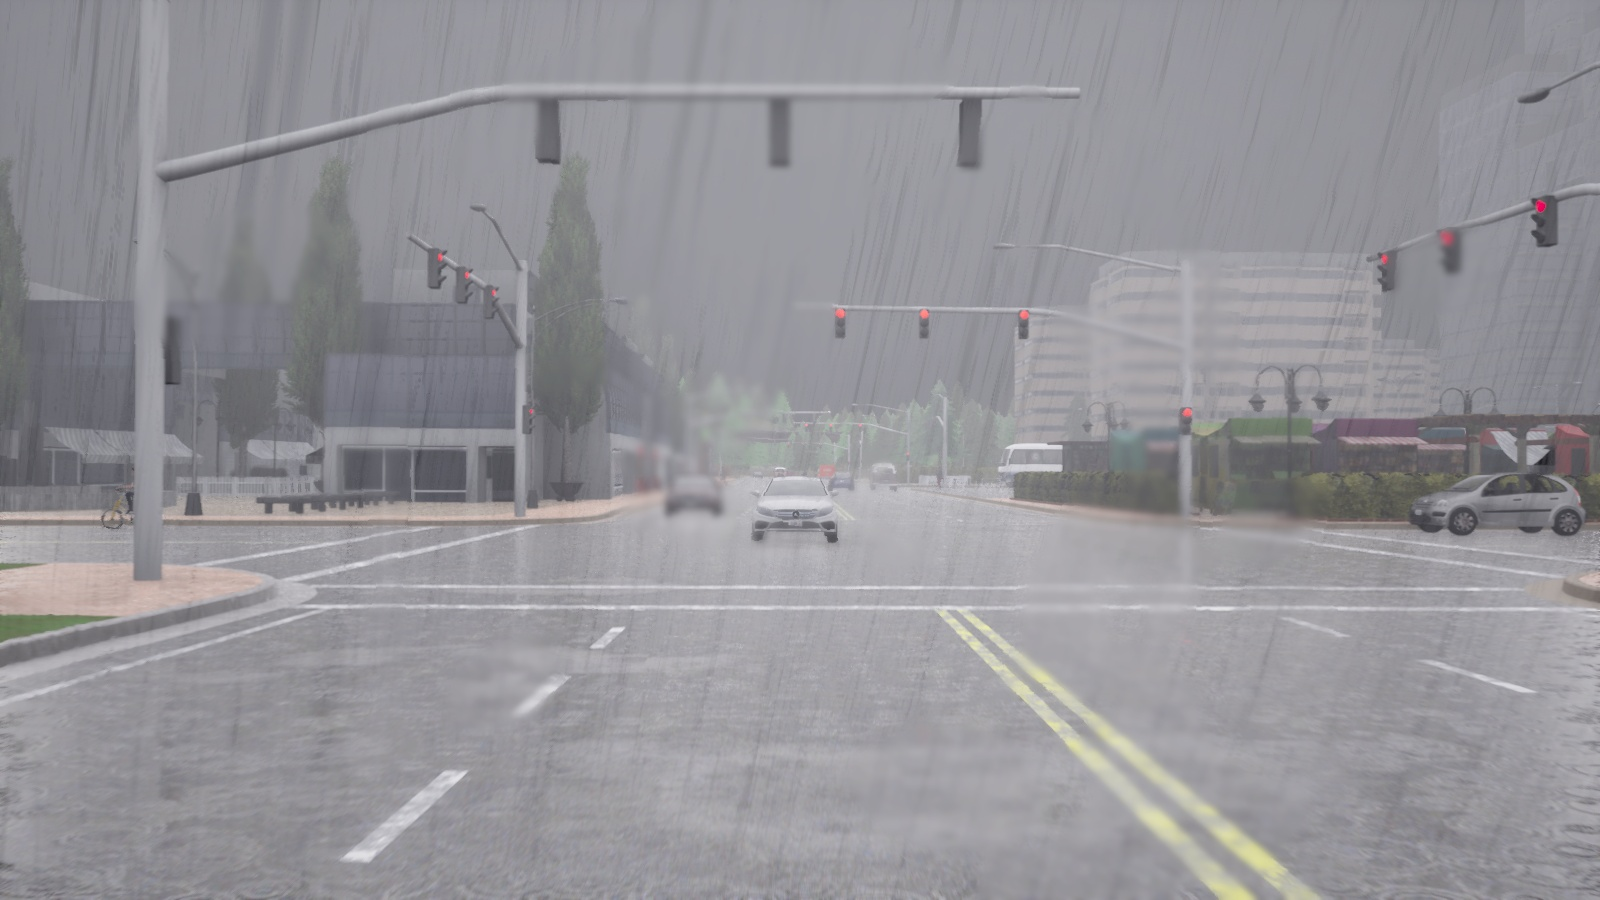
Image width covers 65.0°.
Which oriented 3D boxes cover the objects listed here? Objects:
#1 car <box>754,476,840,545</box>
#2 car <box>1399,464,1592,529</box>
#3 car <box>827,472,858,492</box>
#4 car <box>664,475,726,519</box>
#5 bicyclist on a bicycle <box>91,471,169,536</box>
[{"bbox_3d":[-0.070,1.323,28.804,1.812,1.442,4.674,0,-1,0],"label":"car"},{"bbox_3d":[18.010,1.187,32.633,3.988,1.617,1.851,0,-1,-2],"label":"car"},{"bbox_3d":[3.246,2.409,96.007,2.163,1.488,4.792,0,-1,-1],"label":"car"},{"bbox_3d":[-3.607,1.589,43.843,1.812,1.442,4.674,0,-1,0],"label":"car"},{"bbox_3d":[-16.916,1.350,31.738,1.509,1.612,0.866,0,-1,-3],"label":"bicyclist on a bicycle"}]
